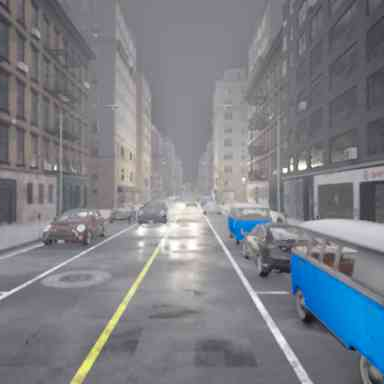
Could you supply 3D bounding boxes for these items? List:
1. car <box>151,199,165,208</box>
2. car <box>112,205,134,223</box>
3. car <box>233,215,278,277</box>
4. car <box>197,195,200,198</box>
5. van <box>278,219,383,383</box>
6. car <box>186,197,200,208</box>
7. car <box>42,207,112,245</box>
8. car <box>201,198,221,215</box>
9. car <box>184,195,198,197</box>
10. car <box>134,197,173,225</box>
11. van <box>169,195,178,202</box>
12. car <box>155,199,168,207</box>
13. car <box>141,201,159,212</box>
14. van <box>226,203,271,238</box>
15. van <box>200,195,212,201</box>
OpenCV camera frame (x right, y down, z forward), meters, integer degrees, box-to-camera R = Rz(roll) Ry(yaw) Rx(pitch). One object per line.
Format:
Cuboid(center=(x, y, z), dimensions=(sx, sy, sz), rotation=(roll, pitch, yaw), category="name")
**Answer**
Cuboid(center=(-5.455, 1.896, 54.320), dimensions=(1.887, 1.381, 4.507), rotation=(0, 0, 0), category="car")
Cuboid(center=(-5.422, 1.721, 26.765), dimensions=(2.008, 1.369, 4.403), rotation=(0, 0, 0), category="car")
Cuboid(center=(2.624, 1.613, 10.243), dimensions=(2.008, 1.369, 4.403), rotation=(0, 0, 0), category="car")
Cuboid(center=(2.563, 1.700, 59.842), dimensions=(2.192, 1.841, 5.009), rotation=(0, 0, 0), category="car")
Cuboid(center=(2.631, 1.370, 4.734), dimensions=(1.690, 1.788, 3.998), rotation=(0, 0, 0), category="van")
Cuboid(center=(-0.061, 1.962, 55.928), dimensions=(1.895, 1.301, 4.718), rotation=(0, 0, 0), category="car")
Cuboid(center=(-5.408, 1.539, 15.744), dimensions=(1.967, 1.590, 4.097), rotation=(0, 0, 0), category="car")
Cuboid(center=(2.181, 1.761, 36.656), dimensions=(1.812, 1.442, 4.674), rotation=(0, 0, 0), category="car")
Cuboid(center=(-0.087, 1.875, 70.193), dimensions=(2.128, 1.511, 4.902), rotation=(0, 0, 0), category="car")
Cuboid(center=(-2.880, 1.515, 25.645), dimensions=(2.097, 1.767, 4.553), rotation=(0, 0, 0), category="car")
Cuboid(center=(-5.522, 1.928, 91.795), dimensions=(1.690, 1.788, 3.998), rotation=(0, 0, 0), category="van")
Cuboid(center=(-5.462, 1.952, 59.830), dimensions=(1.947, 1.339, 4.313), rotation=(0, 0, 0), category="car")
Cuboid(center=(-5.442, 1.861, 43.298), dimensions=(1.802, 1.307, 4.206), rotation=(0, 0, 0), category="car")
Cuboid(center=(2.617, 1.439, 15.755), dimensions=(1.690, 1.788, 3.998), rotation=(0, 0, 0), category="van")
Cuboid(center=(2.570, 1.691, 54.331), dimensions=(1.690, 1.788, 3.998), rotation=(0, 0, 0), category="van")
